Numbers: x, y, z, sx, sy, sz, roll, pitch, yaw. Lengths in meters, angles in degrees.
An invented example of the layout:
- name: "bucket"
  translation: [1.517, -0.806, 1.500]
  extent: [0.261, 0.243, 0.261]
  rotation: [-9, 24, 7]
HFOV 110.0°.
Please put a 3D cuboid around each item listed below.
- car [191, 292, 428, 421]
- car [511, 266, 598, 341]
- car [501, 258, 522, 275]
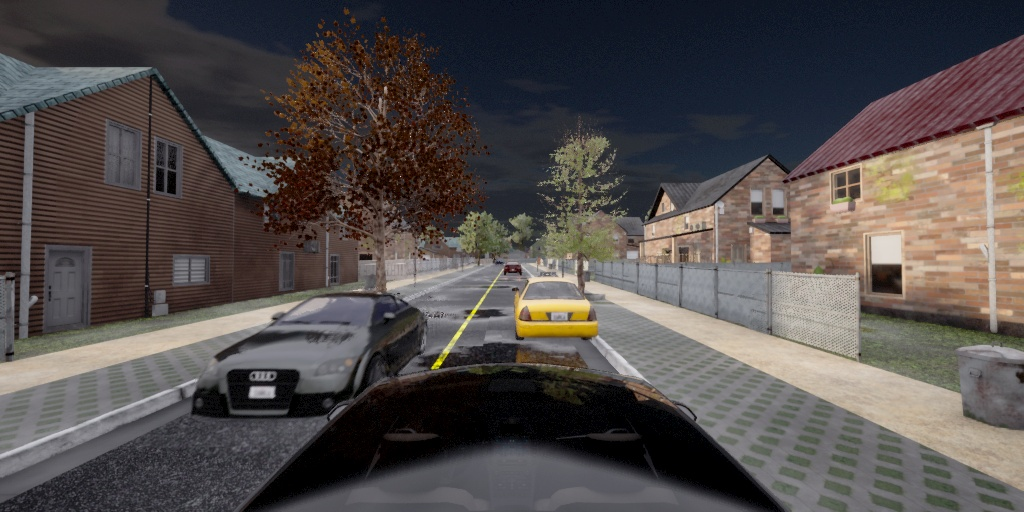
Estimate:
- name: "car"
  translation: [-2.749, 1.316, 5.939]
  extent: [1.994, 1.385, 4.181]
  rotation: [0, 0, 0]
- name: "car"
  translation: [0.965, 1.210, 9.855]
  extent: [1.801, 1.575, 5.366]
  rotation: [0, 0, 0]
- name: "car"
  translation: [0.093, 1.254, 38.796]
  extent: [1.882, 1.535, 5.008]
  rotation: [0, 0, 0]
